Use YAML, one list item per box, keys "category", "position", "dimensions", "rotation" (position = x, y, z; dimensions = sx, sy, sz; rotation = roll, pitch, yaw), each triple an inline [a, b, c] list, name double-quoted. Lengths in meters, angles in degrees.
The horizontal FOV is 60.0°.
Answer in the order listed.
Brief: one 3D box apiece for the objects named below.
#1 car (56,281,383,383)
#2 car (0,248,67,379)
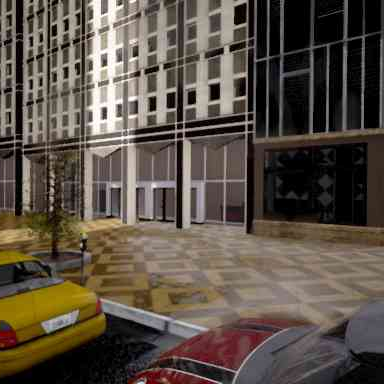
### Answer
- category: "car"
  position: [1.312, 1.440, 1.929]
  dimensions: [4.097, 1.590, 1.967]
  rotation: [0, 1, 36]
- category: "car"
  position: [-3.452, 1.523, 5.329]
  dimensions: [4.829, 1.417, 1.752]
  rotation: [0, 1, 36]
